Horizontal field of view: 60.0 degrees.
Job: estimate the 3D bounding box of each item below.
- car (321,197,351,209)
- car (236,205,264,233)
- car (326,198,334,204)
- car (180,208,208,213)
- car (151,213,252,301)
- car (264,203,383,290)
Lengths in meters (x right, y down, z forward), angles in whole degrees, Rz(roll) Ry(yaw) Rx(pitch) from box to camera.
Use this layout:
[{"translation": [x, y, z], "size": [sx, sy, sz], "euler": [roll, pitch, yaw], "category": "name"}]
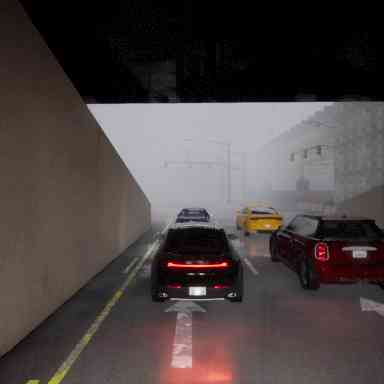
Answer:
[{"translation": [17.653, 1.295, 40.633], "size": [4.536, 1.218, 1.853], "euler": [0, 0, -45], "category": "car"}, {"translation": [3.633, 1.478, 18.429], "size": [1.882, 1.535, 5.008], "euler": [0, 0, 0], "category": "car"}, {"translation": [17.616, 1.453, 40.596], "size": [4.974, 1.542, 2.038], "euler": [0, 0, -45], "category": "car"}, {"translation": [0.102, 1.547, 18.050], "size": [2.033, 1.411, 5.357], "euler": [0, 0, 3], "category": "car"}, {"translation": [0.106, 1.505, 8.304], "size": [1.837, 1.490, 4.892], "euler": [0, 0, 0], "category": "car"}, {"translation": [3.599, 1.352, 9.238], "size": [2.097, 1.767, 4.553], "euler": [0, 0, 0], "category": "car"}]
